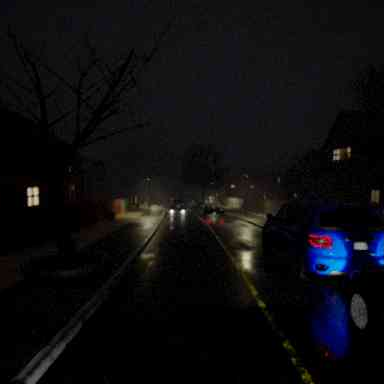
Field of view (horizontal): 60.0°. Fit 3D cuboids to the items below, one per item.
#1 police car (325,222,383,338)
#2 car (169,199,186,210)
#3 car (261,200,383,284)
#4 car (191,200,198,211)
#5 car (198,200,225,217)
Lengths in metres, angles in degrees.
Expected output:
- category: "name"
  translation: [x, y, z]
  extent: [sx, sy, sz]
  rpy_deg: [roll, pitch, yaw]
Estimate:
- category: "police car"
  translation: [3.601, 1.453, 3.862]
  extent: [1.930, 1.638, 5.238]
  rpy_deg: [0, 0, 0]
- category: "car"
  translation: [-1.973, 1.624, 45.245]
  extent: [1.812, 1.442, 4.674]
  rpy_deg: [0, 0, -6]
- category: "car"
  translation: [3.594, 1.254, 9.821]
  extent: [2.150, 2.045, 5.566]
  rpy_deg: [0, 0, 0]
- category: "car"
  translation: [1.048, 1.660, 43.223]
  extent: [1.994, 1.385, 4.181]
  rpy_deg: [0, 0, -5]
- category: "car"
  translation: [1.930, 1.659, 32.345]
  extent: [1.895, 1.301, 4.718]
  rpy_deg: [0, 0, -3]
